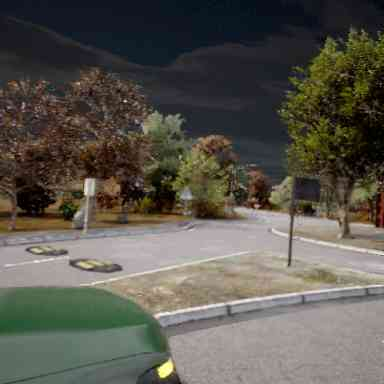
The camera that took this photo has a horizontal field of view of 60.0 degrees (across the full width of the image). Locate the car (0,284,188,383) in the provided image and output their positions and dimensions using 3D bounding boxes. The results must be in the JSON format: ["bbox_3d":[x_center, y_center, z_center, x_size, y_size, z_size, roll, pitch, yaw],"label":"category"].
[{"bbox_3d":[-2.557,1.194,1.423,5.566,2.045,2.150,1,0,-37],"label":"car"}]
